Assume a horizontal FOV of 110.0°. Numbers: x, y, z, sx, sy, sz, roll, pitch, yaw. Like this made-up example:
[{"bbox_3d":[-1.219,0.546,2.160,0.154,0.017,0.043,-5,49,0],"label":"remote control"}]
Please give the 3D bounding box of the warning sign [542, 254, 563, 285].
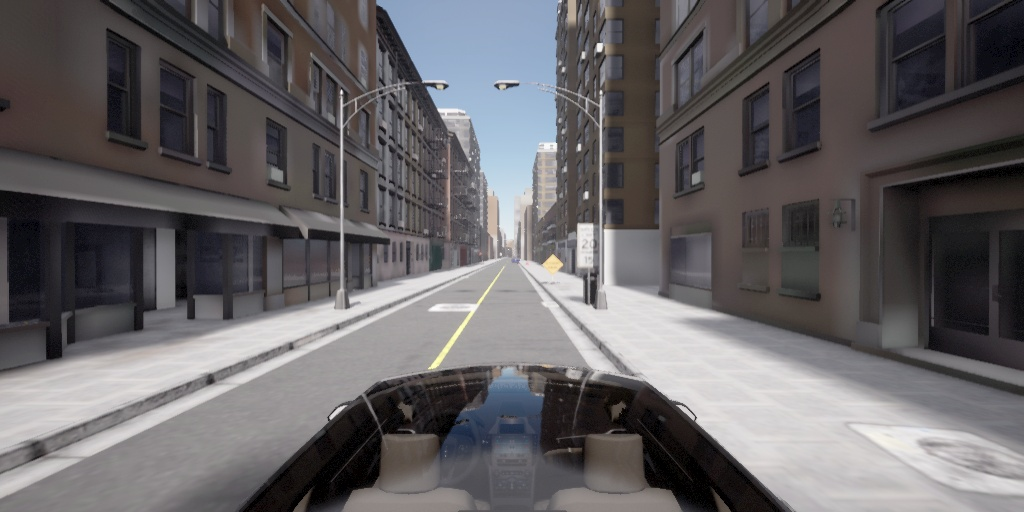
[{"bbox_3d":[2.518,0.835,22.218,1.300,1.860,1.060,0,0,0],"label":"warning sign"}]
